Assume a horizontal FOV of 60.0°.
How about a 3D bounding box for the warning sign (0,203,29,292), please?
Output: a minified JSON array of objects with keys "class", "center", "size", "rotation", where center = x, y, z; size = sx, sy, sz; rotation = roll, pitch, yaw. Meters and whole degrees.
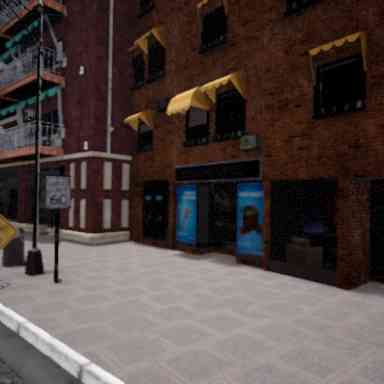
[{"class":"warning sign","center":[-4.510,1.186,7.332],"size":[1.060,1.860,1.300],"rotation":[0,-1,42]}]
